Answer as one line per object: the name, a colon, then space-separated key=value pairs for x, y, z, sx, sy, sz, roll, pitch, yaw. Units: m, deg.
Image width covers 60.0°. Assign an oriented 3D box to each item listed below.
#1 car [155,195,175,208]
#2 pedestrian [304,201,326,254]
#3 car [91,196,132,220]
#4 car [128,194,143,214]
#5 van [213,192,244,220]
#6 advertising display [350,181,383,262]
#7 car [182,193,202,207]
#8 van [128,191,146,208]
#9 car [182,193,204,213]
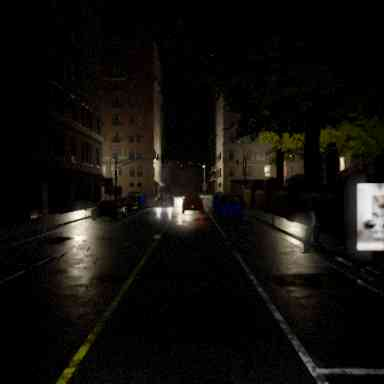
car: x=-3.006 y=1.017 z=37.802 sx=1.994 sy=1.385 sz=4.181 roll=0 pitch=1 yaw=0
pedestrian: x=4.087 y=1.138 z=11.039 sx=0.375 sy=1.860 sz=0.375 roll=0 pitch=1 yaw=-10
car: x=-5.854 y=1.224 z=23.925 sx=1.947 sy=1.339 sz=4.313 roll=0 pitch=1 yaw=0
car: x=-5.854 y=1.120 z=29.584 sx=1.887 sy=1.381 sz=4.507 roll=0 pitch=1 yaw=0
van: x=2.672 y=0.999 z=23.933 sx=1.690 sy=1.788 sz=3.998 roll=0 pitch=1 yaw=0
advertising display: x=5.631 y=0.883 z=10.075 sx=1.540 sy=2.440 sz=0.280 roll=0 pitch=1 yaw=0
car: x=0.000 y=0.915 z=39.586 sx=2.128 sy=1.511 sz=4.902 roll=0 pitch=1 yaw=0
van: x=-5.852 y=0.831 z=35.241 sx=1.690 sy=1.788 sz=3.998 roll=0 pitch=1 yaw=0
car: x=0.080 y=1.044 z=30.164 sx=1.882 sy=1.535 sz=5.008 roll=0 pitch=1 yaw=1
